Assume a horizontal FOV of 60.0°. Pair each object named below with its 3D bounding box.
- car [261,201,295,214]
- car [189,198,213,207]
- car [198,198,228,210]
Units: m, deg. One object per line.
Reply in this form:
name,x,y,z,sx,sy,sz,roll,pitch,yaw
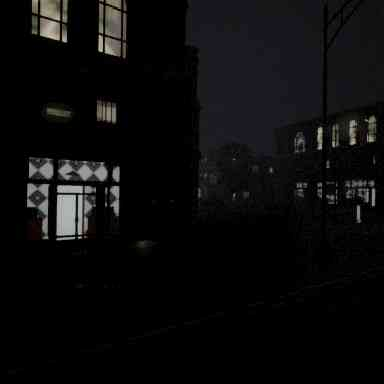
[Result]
car,9.404,1.622,36.629,2.008,1.369,4.403,1,-1,-27
car,1.327,1.619,52.106,1.887,1.381,4.507,1,-1,-27
car,2.844,1.509,43.825,1.882,1.535,5.008,1,-1,-27
